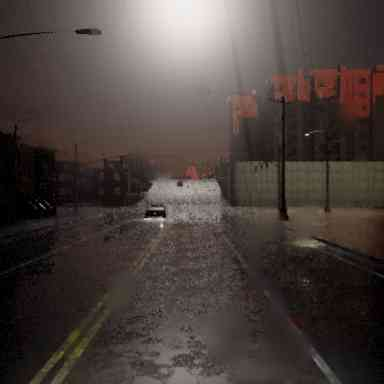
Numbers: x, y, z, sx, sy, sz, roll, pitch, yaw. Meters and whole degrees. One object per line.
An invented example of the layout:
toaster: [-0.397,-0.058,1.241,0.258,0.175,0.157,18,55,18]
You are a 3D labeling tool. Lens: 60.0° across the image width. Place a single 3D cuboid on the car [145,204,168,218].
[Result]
car: [-3.516,1.878,33.417,1.994,1.385,4.181,0,-1,0]
